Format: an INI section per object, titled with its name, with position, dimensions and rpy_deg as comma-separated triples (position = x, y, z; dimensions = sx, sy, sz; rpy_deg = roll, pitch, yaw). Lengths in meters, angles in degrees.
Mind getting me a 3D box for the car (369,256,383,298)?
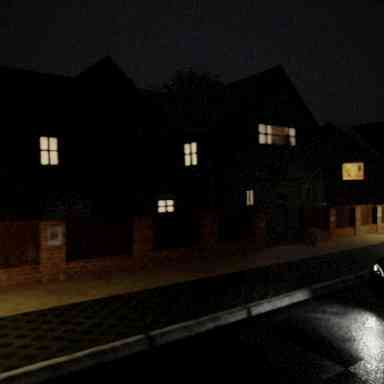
[car]
position = 5.778, 1.531, 7.395
dimensions = 4.674, 1.442, 1.812
rpy_deg = 0, 0, -37
